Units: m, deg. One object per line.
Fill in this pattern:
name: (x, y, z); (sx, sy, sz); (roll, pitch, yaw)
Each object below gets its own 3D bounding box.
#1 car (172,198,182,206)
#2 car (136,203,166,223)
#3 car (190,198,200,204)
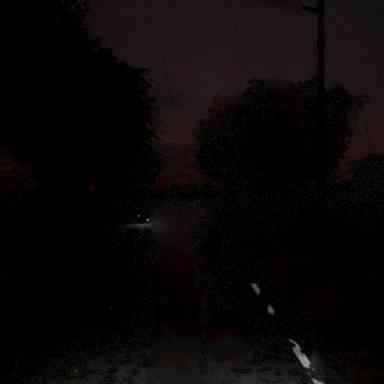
car: (-3.011, 1.965, 67.346); (1.837, 1.490, 4.892); (0, -1, 0)
car: (-3.102, 1.593, 26.153); (2.033, 1.411, 5.357); (0, 0, 0)
car: (1.044, 2.225, 81.027); (1.801, 1.575, 5.366); (0, -1, 0)
